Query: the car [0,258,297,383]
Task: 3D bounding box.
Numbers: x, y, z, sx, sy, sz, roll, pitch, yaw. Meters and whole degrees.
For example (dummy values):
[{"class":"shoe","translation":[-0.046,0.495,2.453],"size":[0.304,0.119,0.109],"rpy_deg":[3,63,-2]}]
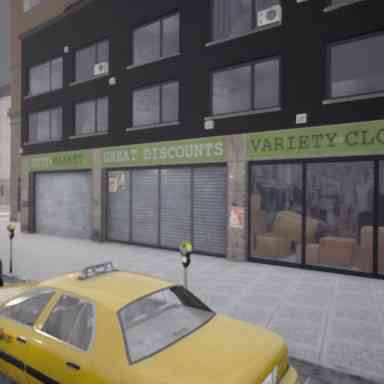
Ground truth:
[{"class":"car","translation":[-1.295,1.526,4.003],"size":[4.829,1.417,1.752],"rpy_deg":[0,1,35]}]
